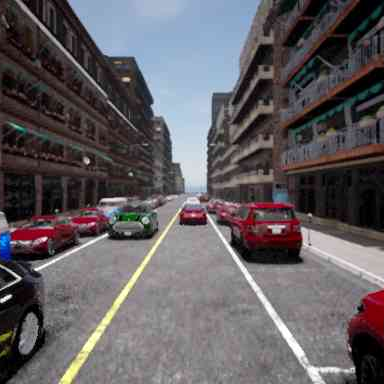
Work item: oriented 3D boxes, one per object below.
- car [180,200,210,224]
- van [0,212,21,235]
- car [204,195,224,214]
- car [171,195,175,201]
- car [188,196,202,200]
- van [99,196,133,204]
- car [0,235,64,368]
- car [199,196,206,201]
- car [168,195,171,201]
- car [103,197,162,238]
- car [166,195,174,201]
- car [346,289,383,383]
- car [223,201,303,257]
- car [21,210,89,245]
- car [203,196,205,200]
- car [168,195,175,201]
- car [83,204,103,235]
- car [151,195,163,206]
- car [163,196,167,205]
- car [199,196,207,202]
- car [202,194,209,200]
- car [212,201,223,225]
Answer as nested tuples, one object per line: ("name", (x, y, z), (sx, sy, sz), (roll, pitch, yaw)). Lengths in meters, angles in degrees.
("car", (0.091, 1.577, 25.112), (1.994, 1.385, 4.181), (0, 0, 0))
("van", (-5.672, 1.344, 7.247), (1.690, 1.788, 3.998), (-1, 0, 0))
("car", (2.672, 1.461, 35.538), (1.967, 1.590, 4.097), (-1, 0, 0))
("car", (-5.715, 1.584, 80.709), (1.752, 1.417, 4.829), (-1, 0, 0))
("car", (0.092, 1.553, 44.927), (1.812, 1.442, 4.674), (0, 0, 0))
("van", (-5.690, 1.354, 24.240), (1.690, 1.788, 3.998), (-1, 0, 0))
("car", (-3.088, 1.506, 3.069), (1.837, 1.490, 4.892), (0, 0, 0))
("car", (2.666, 1.647, 86.512), (1.802, 1.307, 4.206), (-1, 0, 0))
("car", (-5.711, 1.609, 63.887), (1.947, 1.339, 4.313), (-1, 0, 0))
("car", (-3.003, 1.361, 17.814), (2.097, 1.767, 4.553), (0, 0, 0))
("car", (-5.715, 1.590, 86.373), (1.752, 1.417, 4.829), (-1, 0, 0))
("car", (2.675, 1.316, 1.554), (2.192, 1.841, 5.009), (-1, 0, 0))
("car", (2.674, 1.322, 12.883), (2.192, 1.841, 5.009), (-1, 0, 0))
("car", (-5.670, 1.588, 12.911), (1.802, 1.307, 4.206), (-1, 0, 0))
("car", (2.672, 1.550, 41.371), (1.752, 1.417, 4.829), (-1, 0, 0))
("car", (-5.716, 1.595, 92.037), (1.752, 1.417, 4.829), (-1, 0, 0))
("car", (-5.674, 1.591, 18.574), (1.802, 1.307, 4.206), (-1, 0, 0))
("car", (-5.709, 1.579, 46.895), (2.008, 1.369, 4.403), (-1, 0, 0))
("car", (-5.712, 1.348, 52.559), (2.192, 1.841, 5.009), (-1, 0, 0))
("car", (2.666, 1.625, 80.848), (1.947, 1.339, 4.313), (-1, 0, 0))
("car", (2.665, 1.358, 63.857), (2.192, 1.841, 5.009), (-1, 0, 0))
("car", (2.676, 1.595, 24.210), (1.802, 1.307, 4.206), (-1, 0, 0))
